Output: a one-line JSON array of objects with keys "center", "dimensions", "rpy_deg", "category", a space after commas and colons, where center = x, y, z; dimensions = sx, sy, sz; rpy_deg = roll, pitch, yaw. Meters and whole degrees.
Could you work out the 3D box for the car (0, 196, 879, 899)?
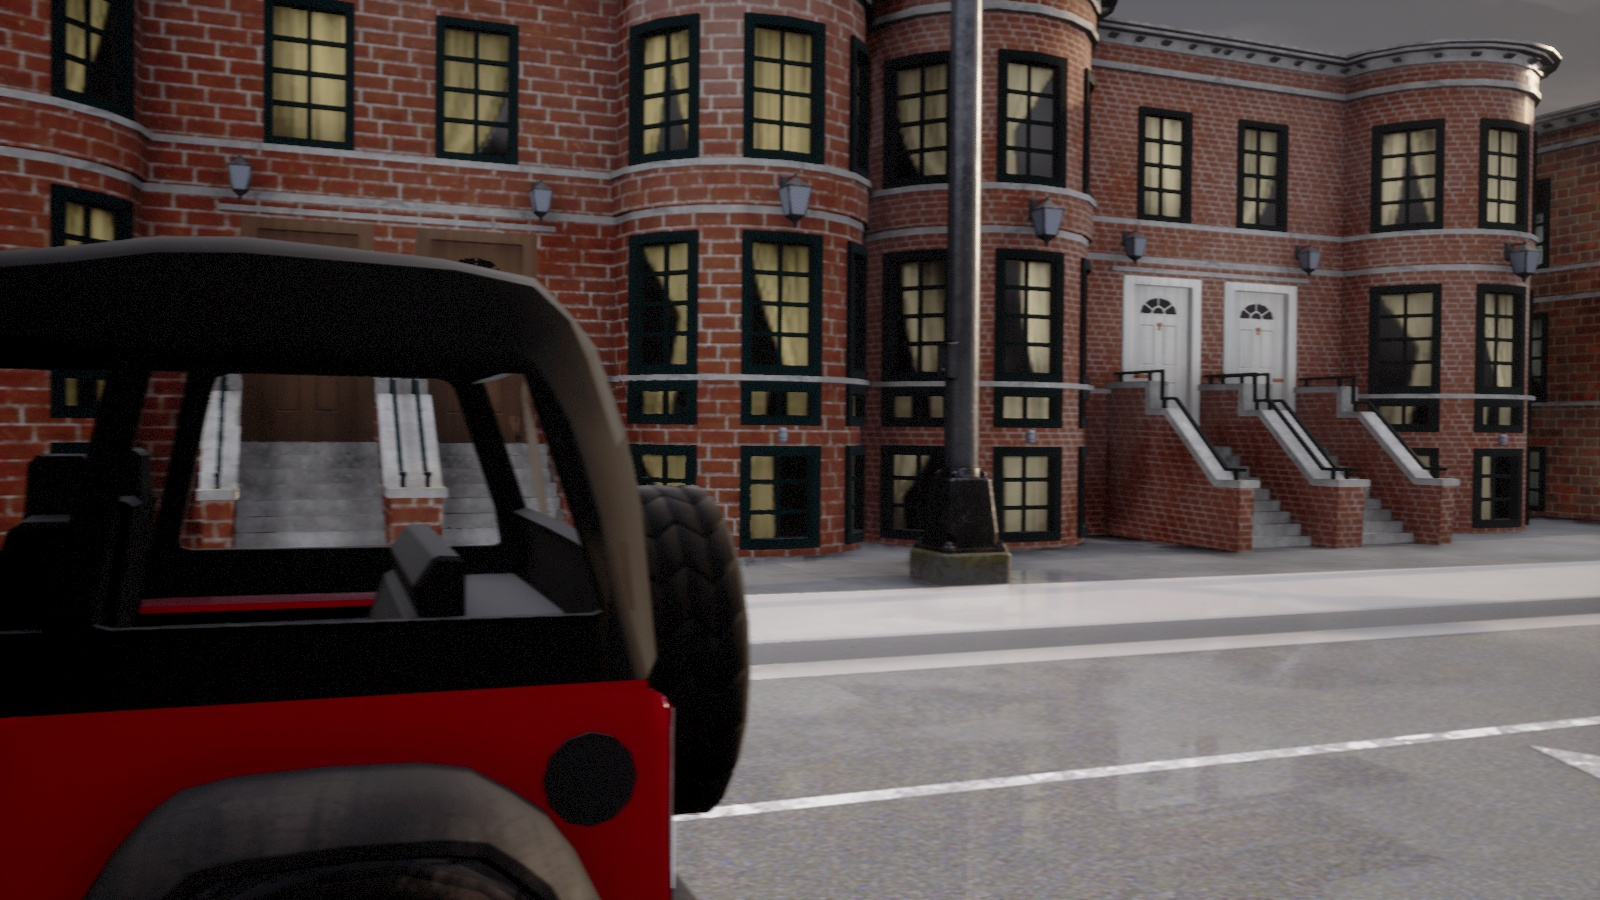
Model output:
[{"center": [-2.004, 0.577, 2.477], "dimensions": [3.866, 1.878, 1.905], "rpy_deg": [-1, 1, -21], "category": "car"}]
